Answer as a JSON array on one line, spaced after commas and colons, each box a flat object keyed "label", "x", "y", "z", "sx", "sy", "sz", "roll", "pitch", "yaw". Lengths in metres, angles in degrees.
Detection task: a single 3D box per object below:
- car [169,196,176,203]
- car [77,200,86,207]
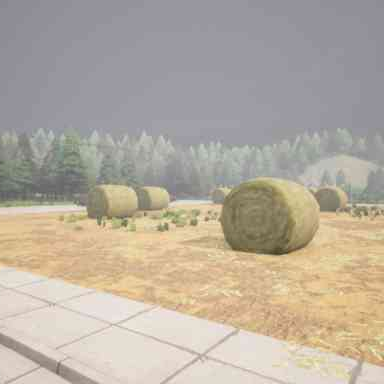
[{"label": "car", "x": -4.812, "y": 1.422, "z": 61.566, "sx": 1.812, "sy": 1.442, "sz": 4.674, "roll": 0, "pitch": 0, "yaw": 37}, {"label": "car", "x": -14.166, "y": 1.444, "z": 49.129, "sx": 2.033, "sy": 1.411, "sz": 5.357, "roll": 0, "pitch": 0, "yaw": 37}]
